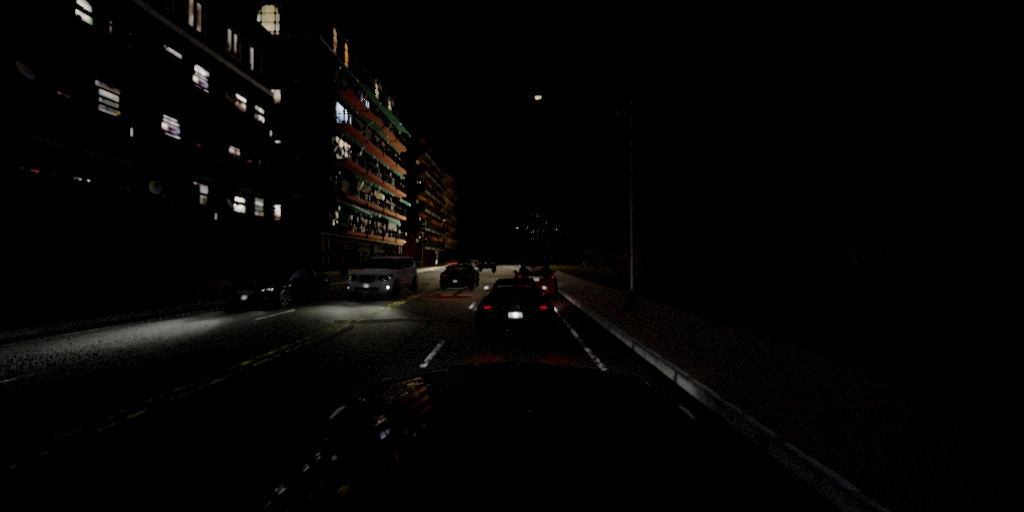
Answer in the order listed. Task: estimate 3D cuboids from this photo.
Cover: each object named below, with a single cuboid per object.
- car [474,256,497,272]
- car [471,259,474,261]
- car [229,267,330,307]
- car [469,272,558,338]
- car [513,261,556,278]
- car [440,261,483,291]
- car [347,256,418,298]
[{"bbox_3d":[-3.147,1.034,45.504,2.150,2.045,5.566,0,-2,0],"label":"car"},{"bbox_3d":[-6.560,1.341,62.520,2.128,1.511,4.902,0,0,0],"label":"car"},{"bbox_3d":[-9.849,1.266,15.639,2.128,1.511,4.902,0,0,0],"label":"car"},{"bbox_3d":[0.096,1.329,10.243,1.994,1.385,4.181,0,0,0],"label":"car"},{"bbox_3d":[1.139,1.131,18.865,2.097,1.767,4.553,0,0,0],"label":"car"},{"bbox_3d":[-3.147,1.263,22.267,1.882,1.535,5.008,0,0,0],"label":"car"},{"bbox_3d":[-6.597,1.002,18.981,2.150,2.045,5.566,0,0,0],"label":"car"}]
